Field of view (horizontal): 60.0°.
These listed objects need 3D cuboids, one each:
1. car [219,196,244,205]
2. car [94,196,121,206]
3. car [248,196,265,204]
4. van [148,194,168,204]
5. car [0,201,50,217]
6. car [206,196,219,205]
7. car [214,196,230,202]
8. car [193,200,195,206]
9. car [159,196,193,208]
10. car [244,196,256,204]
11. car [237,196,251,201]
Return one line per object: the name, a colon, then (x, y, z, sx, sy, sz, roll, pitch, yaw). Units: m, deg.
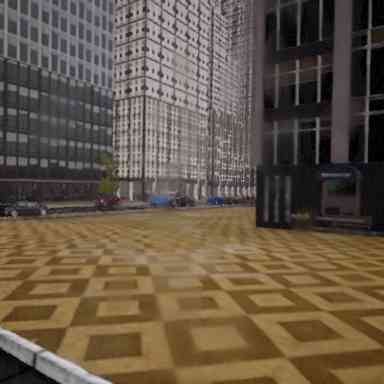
car: (7.436, 1.708, 62.428, 1.947, 1.339, 4.313, 1, 0, 35)
car: (-12.352, 1.238, 48.735, 1.967, 1.590, 4.097, 1, 0, 35)
car: (13.902, 1.645, 71.678, 1.967, 1.590, 4.097, 1, 0, 35)
van: (-5.889, 1.203, 57.983, 1.690, 1.788, 3.998, 1, 0, 35)
car: (-15.083, 1.473, 29.980, 2.008, 1.369, 4.403, 1, 0, 35)
car: (4.591, 1.544, 63.036, 1.882, 1.535, 5.008, 2, 1, 35)
car: (7.034, 1.568, 76.479, 1.802, 1.307, 4.206, 1, 0, 35)
car: (-1.319, 1.535, 54.512, 1.812, 1.442, 4.674, 2, 1, 35)
car: (-2.261, 1.614, 48.553, 1.947, 1.339, 4.313, 1, 0, 35)
car: (10.667, 1.755, 67.054, 1.802, 1.307, 4.206, 1, 0, 35)
car: (13.496, 1.614, 85.727, 1.947, 1.339, 4.313, 1, 0, 35)
